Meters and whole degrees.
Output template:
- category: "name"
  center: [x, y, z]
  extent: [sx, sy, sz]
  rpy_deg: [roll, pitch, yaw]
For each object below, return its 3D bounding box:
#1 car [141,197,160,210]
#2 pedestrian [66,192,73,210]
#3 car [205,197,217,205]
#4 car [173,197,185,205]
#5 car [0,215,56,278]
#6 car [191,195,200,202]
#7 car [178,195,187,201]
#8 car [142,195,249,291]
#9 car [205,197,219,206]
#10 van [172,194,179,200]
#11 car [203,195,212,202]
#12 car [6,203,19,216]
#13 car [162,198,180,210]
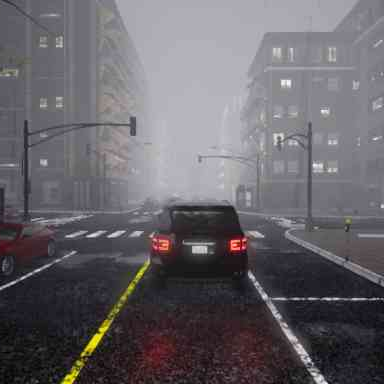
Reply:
- category: "car"
  center: [-5.252, 1.438, 42.516]
  extent: [1.967, 1.590, 4.097]
  rpy_deg: [0, 0, 1]
- category: "pedestrian"
  center: [-12.367, 0.902, 33.584]
  extent: [0.375, 1.860, 0.375]
  rpy_deg: [0, -1, 0]
- category: "car"
  center: [3.309, 1.544, 59.335]
  extent: [1.887, 1.381, 4.507]
  rpy_deg: [0, 0, 1]
- category: "car"
  center: [-2.407, 1.563, 62.043]
  extent: [1.994, 1.385, 4.181]
  rpy_deg: [0, 0, 1]
- category: "car"
  center: [-5.598, 1.581, 10.107]
  extent: [1.802, 1.307, 4.206]
  rpy_deg: [0, 0, 1]
- category: "car"
  center: [0.805, 1.478, 76.122]
  extent: [1.882, 1.535, 5.008]
  rpy_deg: [0, 0, 1]
- category: "car"
  center: [-2.194, 1.387, 76.550]
  extent: [1.812, 1.442, 4.674]
  rpy_deg: [0, 0, 1]
- category: "car"
  center: [0.180, 1.221, 9.184]
  extent: [2.150, 2.045, 5.566]
  rpy_deg: [0, 0, 1]
- category: "car"
  center: [3.249, 1.549, 53.697]
  extent: [2.008, 1.369, 4.403]
  rpy_deg: [0, 0, 1]
- category: "van"
  center: [-4.709, 1.340, 93.261]
  extent: [1.690, 1.788, 3.998]
  rpy_deg: [0, 0, 1]
- category: "car"
  center: [3.490, 1.440, 76.251]
  extent: [1.967, 1.590, 4.097]
  rpy_deg: [0, 0, 1]
- category: "car"
  center: [-15.476, 1.106, 24.889]
  extent: [4.553, 1.767, 2.097]
  rpy_deg: [1, 0, -1]
- category: "car"
  center: [-2.634, 1.562, 43.141]
  extent: [1.994, 1.385, 4.181]
  rpy_deg: [0, 0, 2]
